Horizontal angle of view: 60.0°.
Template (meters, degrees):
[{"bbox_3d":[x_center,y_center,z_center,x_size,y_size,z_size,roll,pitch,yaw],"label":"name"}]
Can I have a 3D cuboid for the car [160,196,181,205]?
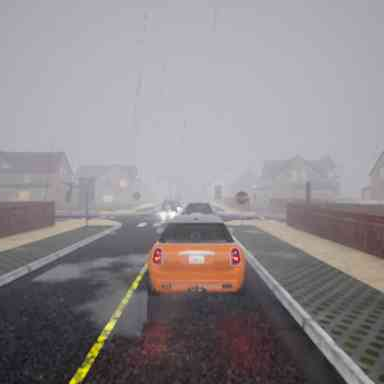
[{"bbox_3d":[-2.882,1.623,42.360,2.128,1.511,4.902,0,0,0],"label":"car"}]

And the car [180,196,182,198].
[{"bbox_3d":[-2.887,1.812,55.273,1.895,1.301,4.718,0,0,0],"label":"car"}]

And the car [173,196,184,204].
[{"bbox_3d":[-2.815,1.674,70.239,2.097,1.767,4.553,0,0,0],"label":"car"}]

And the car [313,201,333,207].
[{"bbox_3d":[11.748,1.646,30.726,4.892,1.490,1.837,0,0,0],"label":"car"}]

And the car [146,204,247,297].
[{"bbox_3d":[0.093,1.369,8.770,2.097,1.767,4.553,0,0,0],"label":"car"}]

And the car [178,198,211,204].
[{"bbox_3d":[0.575,1.397,21.557,2.097,1.767,4.553,0,0,6],"label":"car"}]
